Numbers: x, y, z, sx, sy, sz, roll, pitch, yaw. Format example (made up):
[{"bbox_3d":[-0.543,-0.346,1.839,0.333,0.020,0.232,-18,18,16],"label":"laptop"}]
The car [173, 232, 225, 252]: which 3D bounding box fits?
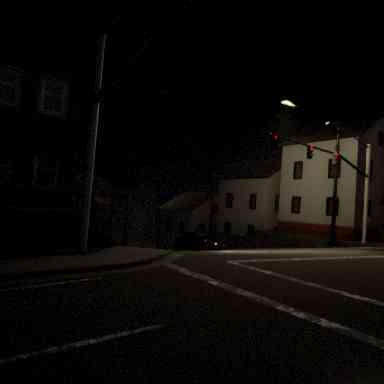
[{"bbox_3d":[0.425,3.524,23.646,1.994,1.385,4.181,6,-11,-35],"label":"car"}]
